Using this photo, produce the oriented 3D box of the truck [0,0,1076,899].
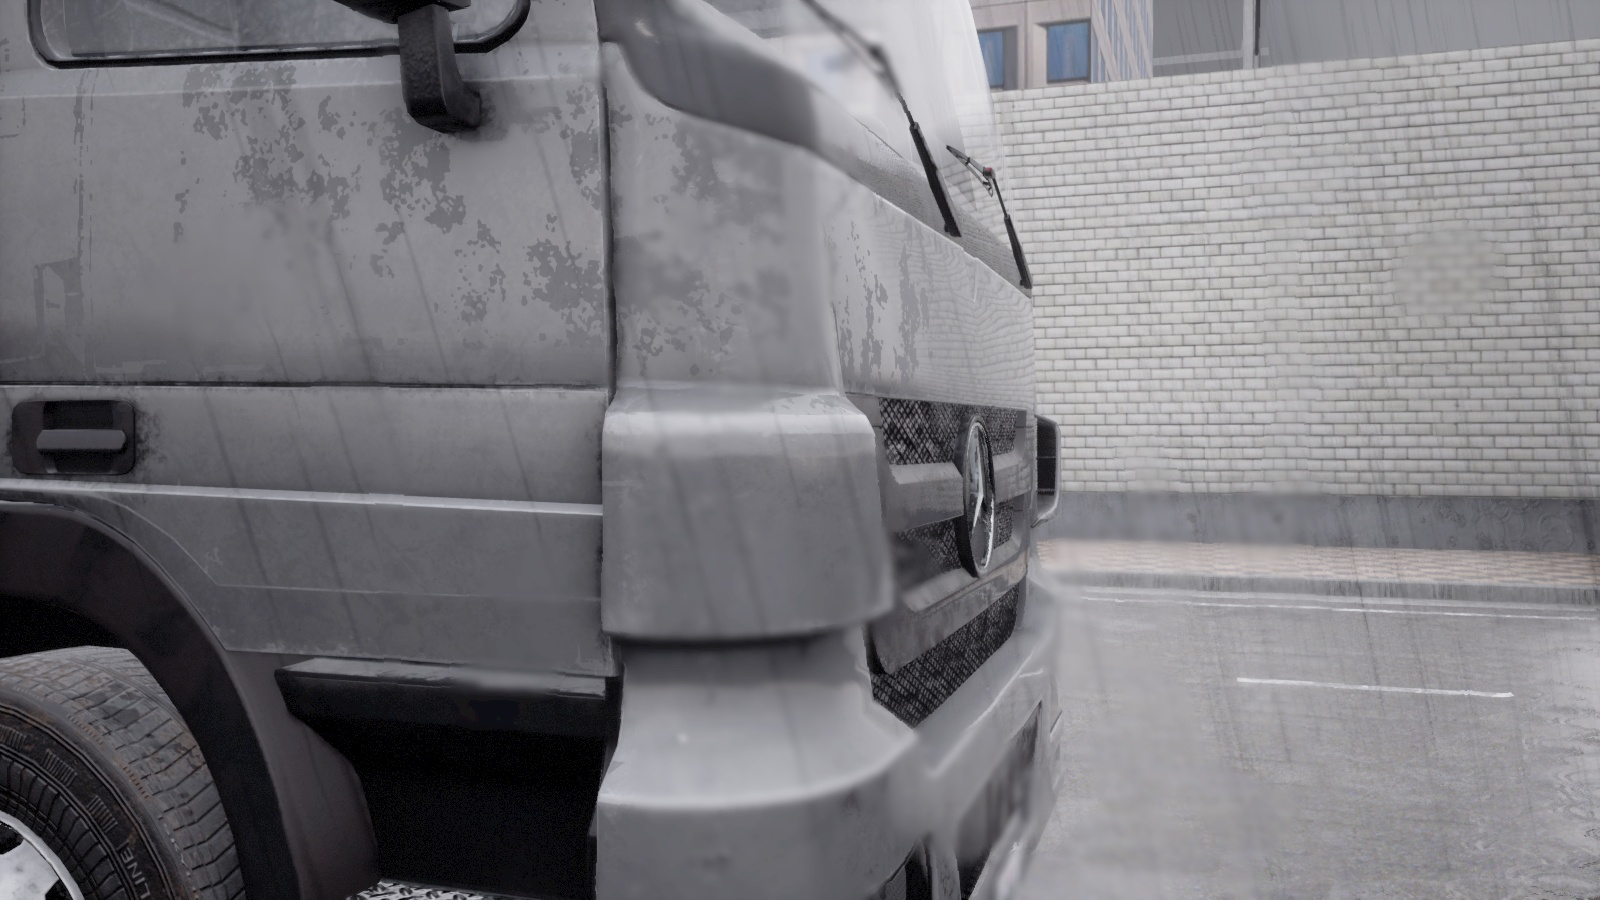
[{"bbox_3d":[-3.267,-0.236,4.278,7.936,3.462,2.891,1,1,19],"label":"truck"}]
